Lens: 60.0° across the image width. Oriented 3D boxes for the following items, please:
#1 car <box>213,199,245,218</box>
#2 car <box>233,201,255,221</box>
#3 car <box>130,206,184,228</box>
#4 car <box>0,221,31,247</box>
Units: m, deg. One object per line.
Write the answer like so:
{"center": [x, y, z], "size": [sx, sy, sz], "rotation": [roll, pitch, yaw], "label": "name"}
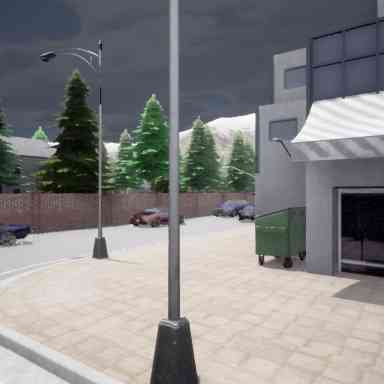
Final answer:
{"center": [3.932, 1.528, 32.464], "size": [2.097, 1.767, 4.553], "rotation": [0, 0, 37], "label": "car"}
{"center": [5.673, 1.740, 28.608], "size": [1.994, 1.385, 4.181], "rotation": [0, 0, 37], "label": "car"}
{"center": [-2.438, 1.741, 23.868], "size": [1.994, 1.385, 4.181], "rotation": [0, 0, 37], "label": "car"}
{"center": [-9.685, 1.775, 14.241], "size": [1.895, 1.301, 4.718], "rotation": [0, 0, 39], "label": "car"}
